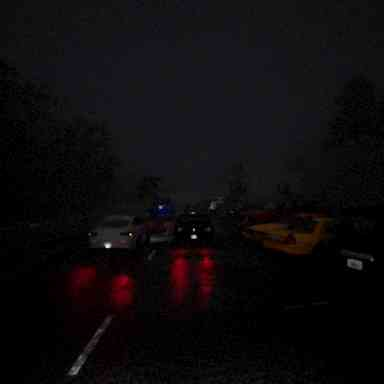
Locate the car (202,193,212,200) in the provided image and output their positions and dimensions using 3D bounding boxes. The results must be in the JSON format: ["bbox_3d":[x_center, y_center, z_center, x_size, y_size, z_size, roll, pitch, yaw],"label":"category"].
[{"bbox_3d":[5.033,1.672,51.182,5.566,2.045,2.435,1,0,-20],"label":"car"}]

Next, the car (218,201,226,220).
[{"bbox_3d":[5.055,1.761,27.177,5.008,1.535,2.097,1,-1,-20],"label":"car"}]

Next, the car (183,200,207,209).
[{"bbox_3d":[0.089,1.843,34.241,2.128,1.511,4.902,0,-1,0],"label":"car"}]

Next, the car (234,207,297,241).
[{"bbox_3d":[4.891,1.612,15.105,5.366,1.575,1.946,1,0,-20],"label":"car"}]

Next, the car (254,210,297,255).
[{"bbox_3d":[5.239,1.589,12.239,5.366,1.575,1.946,1,-1,-20],"label":"car"}]

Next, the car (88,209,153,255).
[{"bbox_3d":[-2.906,1.644,13.793,1.812,1.442,4.674,0,-1,0],"label":"car"}]

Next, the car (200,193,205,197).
[{"bbox_3d":[5.019,1.700,81.195,4.553,1.767,2.185,1,0,-20],"label":"car"}]

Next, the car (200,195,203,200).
[{"bbox_3d":[5.023,1.878,75.204,4.792,1.488,2.163,1,0,-20],"label":"car"}]

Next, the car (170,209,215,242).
[{"bbox_3d":[0.094,1.757,17.261,1.895,1.301,4.718,0,-1,0],"label":"car"}]

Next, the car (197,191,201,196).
[{"bbox_3d":[5.022,1.541,90.137,5.566,2.045,2.435,1,0,-20],"label":"car"}]

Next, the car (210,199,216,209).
[{"bbox_3d":[5.084,1.907,39.201,4.792,1.488,2.163,1,-1,-20],"label":"car"}]

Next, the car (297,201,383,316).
[{"bbox_3d":[5.095,1.283,6.191,5.566,2.045,2.435,1,-1,-20],"label":"car"}]

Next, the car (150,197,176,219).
[{"bbox_3d":[-2.910,1.565,33.489,2.150,2.045,5.566,0,-1,0],"label":"car"}]

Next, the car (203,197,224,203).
[{"bbox_3d":[5.043,1.877,78.223,4.674,1.452,2.002,1,0,-20],"label":"car"}]

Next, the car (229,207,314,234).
[{"bbox_3d":[5.037,1.716,21.160,4.792,1.488,2.163,1,0,-20],"label":"car"}]

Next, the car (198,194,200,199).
[{"bbox_3d":[5.039,1.805,87.170,4.892,1.521,2.231,1,0,-20],"label":"car"}]

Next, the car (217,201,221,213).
[{"bbox_3d":[5.064,1.835,30.176,4.674,1.452,2.002,1,0,-20],"label":"car"}]

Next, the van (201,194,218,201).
[{"bbox_3d":[4.938,1.554,93.090,4.442,1.987,1.878,1,1,-20],"label":"van"}]

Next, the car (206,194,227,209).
[{"bbox_3d":[5.086,1.645,42.202,5.566,2.045,2.435,1,0,-20],"label":"car"}]

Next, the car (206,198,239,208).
[{"bbox_3d":[5.225,1.912,57.275,5.366,1.575,1.946,1,0,-20],"label":"car"}]

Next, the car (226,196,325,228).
[{"bbox_3d":[5.044,1.401,18.160,5.566,2.045,2.435,1,0,-20],"label":"car"}]

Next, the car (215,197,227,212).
[{"bbox_3d":[5.092,1.702,33.189,4.553,1.767,2.185,1,0,-20],"label":"car"}]

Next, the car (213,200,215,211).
[{"bbox_3d":[5.062,1.898,36.176,4.674,1.452,2.002,1,0,-20],"label":"car"}]
